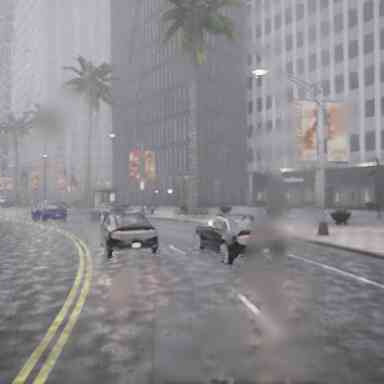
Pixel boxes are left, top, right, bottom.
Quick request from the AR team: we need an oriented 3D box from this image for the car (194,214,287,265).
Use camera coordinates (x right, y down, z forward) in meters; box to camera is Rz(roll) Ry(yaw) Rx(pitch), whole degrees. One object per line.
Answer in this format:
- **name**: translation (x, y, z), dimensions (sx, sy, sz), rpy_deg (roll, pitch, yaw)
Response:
- **car**: translation (1.473, 1.530, 11.916), dimensions (2.128, 1.511, 4.902), rpy_deg (0, 0, -16)

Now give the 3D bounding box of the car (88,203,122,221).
- **car**: translation (-7.193, 1.717, 27.953), dimensions (1.837, 1.490, 4.892), rpy_deg (0, -1, -38)

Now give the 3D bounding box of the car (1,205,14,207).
- **car**: translation (-3.836, 1.279, 2.765), dimensions (2.150, 2.045, 5.566), rpy_deg (0, 0, -6)

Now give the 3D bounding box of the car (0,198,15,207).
- **car**: translation (-40.243, 2.147, 71.495), dimensions (2.185, 1.767, 4.553), rpy_deg (0, 0, -41)

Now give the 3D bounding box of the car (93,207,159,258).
- **car**: translation (-2.663, 1.584, 13.402), dimensions (2.128, 1.511, 4.902), rpy_deg (0, 0, -19)

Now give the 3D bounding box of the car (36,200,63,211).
- **car**: translation (-21.122, 1.951, 49.196), dimensions (2.231, 1.521, 4.892), rpy_deg (0, 0, -41)

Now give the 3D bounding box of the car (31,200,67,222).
- **car**: translation (-12.551, 1.757, 29.094), dimensions (1.882, 1.535, 5.008), rpy_deg (0, 0, -39)
